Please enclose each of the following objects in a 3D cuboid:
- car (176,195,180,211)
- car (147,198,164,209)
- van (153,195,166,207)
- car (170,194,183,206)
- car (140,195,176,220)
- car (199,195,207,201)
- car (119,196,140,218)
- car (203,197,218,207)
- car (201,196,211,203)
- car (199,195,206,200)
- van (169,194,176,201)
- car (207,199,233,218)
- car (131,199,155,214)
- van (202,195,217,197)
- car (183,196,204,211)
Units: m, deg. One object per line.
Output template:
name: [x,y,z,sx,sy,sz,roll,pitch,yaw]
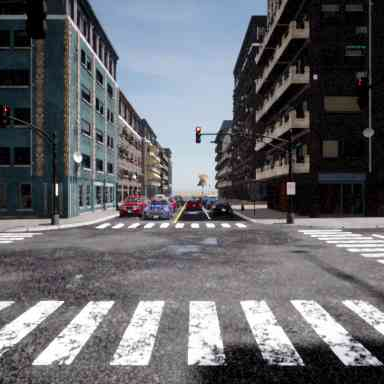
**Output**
car: [-2.713,1.471,37.307,1.882,1.535,5.008,0,0,0]
car: [-5.142,1.533,46.844,1.887,1.381,4.507,0,0,0]
van: [-5.122,1.326,52.395,1.690,1.788,3.998,0,0,0]
car: [-2.669,1.465,48.027,1.882,1.535,5.008,0,0,0]
car: [-2.774,1.349,28.099,2.097,1.767,4.553,0,0,1]
car: [2.881,1.504,85.679,1.887,1.381,4.507,0,0,0]
car: [-5.204,1.311,30.187,2.192,1.841,5.009,0,0,0]
car: [2.718,1.573,41.263,1.802,1.307,4.206,0,0,0]
car: [2.820,1.525,69.023,2.008,1.369,4.403,0,0,0]
car: [2.902,1.499,91.231,1.887,1.381,4.507,0,0,0]
van: [-4.998,1.301,85.707,1.690,1.788,3.998,0,0,0]
car: [2.676,1.562,30.159,1.947,1.339,4.313,0,0,0]
car: [-5.183,1.538,35.739,1.887,1.381,4.507,0,0,0]
van: [2.739,1.329,46.815,1.690,1.788,3.998,0,0,0]
car: [0.249,1.555,41.574,1.994,1.385,4.181,0,0,0]
